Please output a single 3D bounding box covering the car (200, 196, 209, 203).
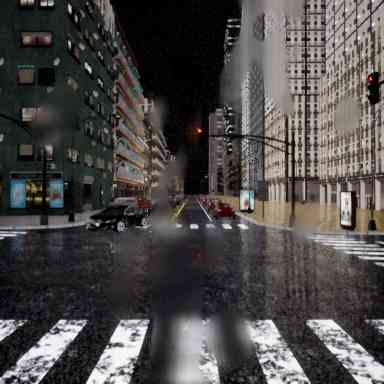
[{"bbox_3d":[2.731,1.590,72.670,1.887,1.381,4.507,0,0,0],"label":"car"}]

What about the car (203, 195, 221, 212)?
[{"bbox_3d":[2.717,1.456,39.504,1.967,1.590,4.097,0,0,0],"label":"car"}]

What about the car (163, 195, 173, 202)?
[{"bbox_3d":[-5.647,1.492,78.202,1.967,1.590,4.097,0,0,0],"label":"car"}]

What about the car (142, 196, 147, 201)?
[{"bbox_3d":[-5.666,1.328,33.981,2.192,1.841,5.009,0,0,0],"label":"car"}]

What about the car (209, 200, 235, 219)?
[{"bbox_3d":[2.711,1.592,28.448,1.802,1.307,4.206,0,0,0],"label":"car"}]

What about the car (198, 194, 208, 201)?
[{"bbox_3d":[2.737,1.373,83.725,2.192,1.841,5.009,0,0,0],"label":"car"}]

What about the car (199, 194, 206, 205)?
[{"bbox_3d":[2.724,1.468,56.087,1.967,1.590,4.097,0,0,0],"label":"car"}]

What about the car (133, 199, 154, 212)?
[{"bbox_3d":[-5.665,1.560,39.509,1.887,1.381,4.507,0,0,0],"label":"car"}]

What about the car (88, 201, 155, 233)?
[{"bbox_3d":[-4.295,1.511,20.035,1.837,1.490,4.892,1,0,18],"label":"car"}]

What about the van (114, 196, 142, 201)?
[{"bbox_3d":[-5.669,1.351,28.454,1.690,1.788,3.998,0,0,0],"label":"van"}]

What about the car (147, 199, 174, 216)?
[{"bbox_3d":[-3.080,1.613,32.582,1.895,1.301,4.718,0,0,0],"label":"car"}]

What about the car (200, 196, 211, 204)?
[{"bbox_3d":[2.728,1.590,67.142,2.008,1.369,4.403,0,0,0],"label":"car"}]

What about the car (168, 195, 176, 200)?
[{"bbox_3d":[-5.640,1.640,94.785,1.947,1.339,4.313,0,0,0],"label":"car"}]

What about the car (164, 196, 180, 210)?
[{"bbox_3d":[-3.075,1.581,44.115,1.994,1.385,4.181,0,0,0],"label":"car"}]

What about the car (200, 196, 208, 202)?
[{"bbox_3d":[2.733,1.634,78.197,1.802,1.307,4.206,0,0,0],"label":"car"}]
